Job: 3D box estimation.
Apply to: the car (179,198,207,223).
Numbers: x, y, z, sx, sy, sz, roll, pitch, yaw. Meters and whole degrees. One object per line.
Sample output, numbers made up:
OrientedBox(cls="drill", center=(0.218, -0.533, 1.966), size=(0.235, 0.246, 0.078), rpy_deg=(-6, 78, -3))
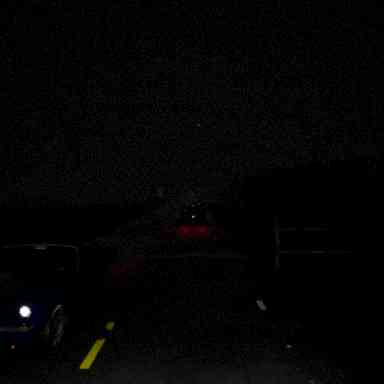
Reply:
OrientedBox(cls="car", center=(0.090, 1.486, 25.269), size=(2.128, 1.511, 4.902), rpy_deg=(0, 0, 0))

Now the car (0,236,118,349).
OrientedBox(cls="car", center=(-2.846, 1.599, 6.369), size=(1.895, 1.301, 4.718), rpy_deg=(0, 0, 0))

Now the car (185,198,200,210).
OrientedBox(cls="car", center=(0.085, 1.512, 43.078), size=(1.812, 1.442, 4.674), rpy_deg=(0, 0, 0))
